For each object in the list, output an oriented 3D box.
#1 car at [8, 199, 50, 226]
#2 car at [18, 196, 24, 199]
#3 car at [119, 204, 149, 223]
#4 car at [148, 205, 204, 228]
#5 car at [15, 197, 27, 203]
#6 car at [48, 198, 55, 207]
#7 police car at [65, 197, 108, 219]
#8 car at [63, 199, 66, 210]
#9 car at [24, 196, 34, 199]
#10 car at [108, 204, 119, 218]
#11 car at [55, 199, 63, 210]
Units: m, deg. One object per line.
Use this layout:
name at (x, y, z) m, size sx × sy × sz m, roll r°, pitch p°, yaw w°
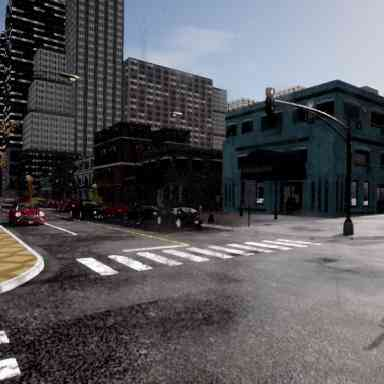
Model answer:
car at (-11.763, 1.492, 23.582) m, size 1.967 × 1.590 × 4.097 m, roll 1°, pitch -1°, yaw -35°
car at (-39.561, 1.788, 78.612) m, size 2.192 × 1.841 × 5.009 m, roll 1°, pitch -1°, yaw -35°
car at (-4.061, 1.742, 27.632) m, size 1.947 × 1.339 × 4.313 m, roll 1°, pitch -1°, yaw -35°
car at (-0.938, 1.701, 23.127) m, size 2.008 × 1.369 × 4.403 m, roll 1°, pitch -1°, yaw -35°
car at (-42.725, 2.051, 83.171) m, size 2.008 × 1.369 × 4.403 m, roll 1°, pitch -1°, yaw -35°
car at (-23.748, 1.778, 55.801) m, size 1.967 × 1.590 × 4.097 m, roll 1°, pitch -1°, yaw -35°
police car at (-9.970, 1.589, 31.213) m, size 1.930 × 1.638 × 5.238 m, roll 1°, pitch -1°, yaw -35°
car at (-14.190, 1.574, 42.166) m, size 2.192 × 1.841 × 5.009 m, roll 1°, pitch -1°, yaw -35°
car at (-33.333, 1.945, 69.626) m, size 1.752 × 1.417 × 4.829 m, roll 1°, pitch -1°, yaw -35°
car at (-7.184, 1.783, 32.135) m, size 1.802 × 1.307 × 4.206 m, roll 1°, pitch -1°, yaw -35°
car at (-17.381, 1.725, 46.708) m, size 1.967 × 1.590 × 4.097 m, roll 1°, pitch -1°, yaw -35°
